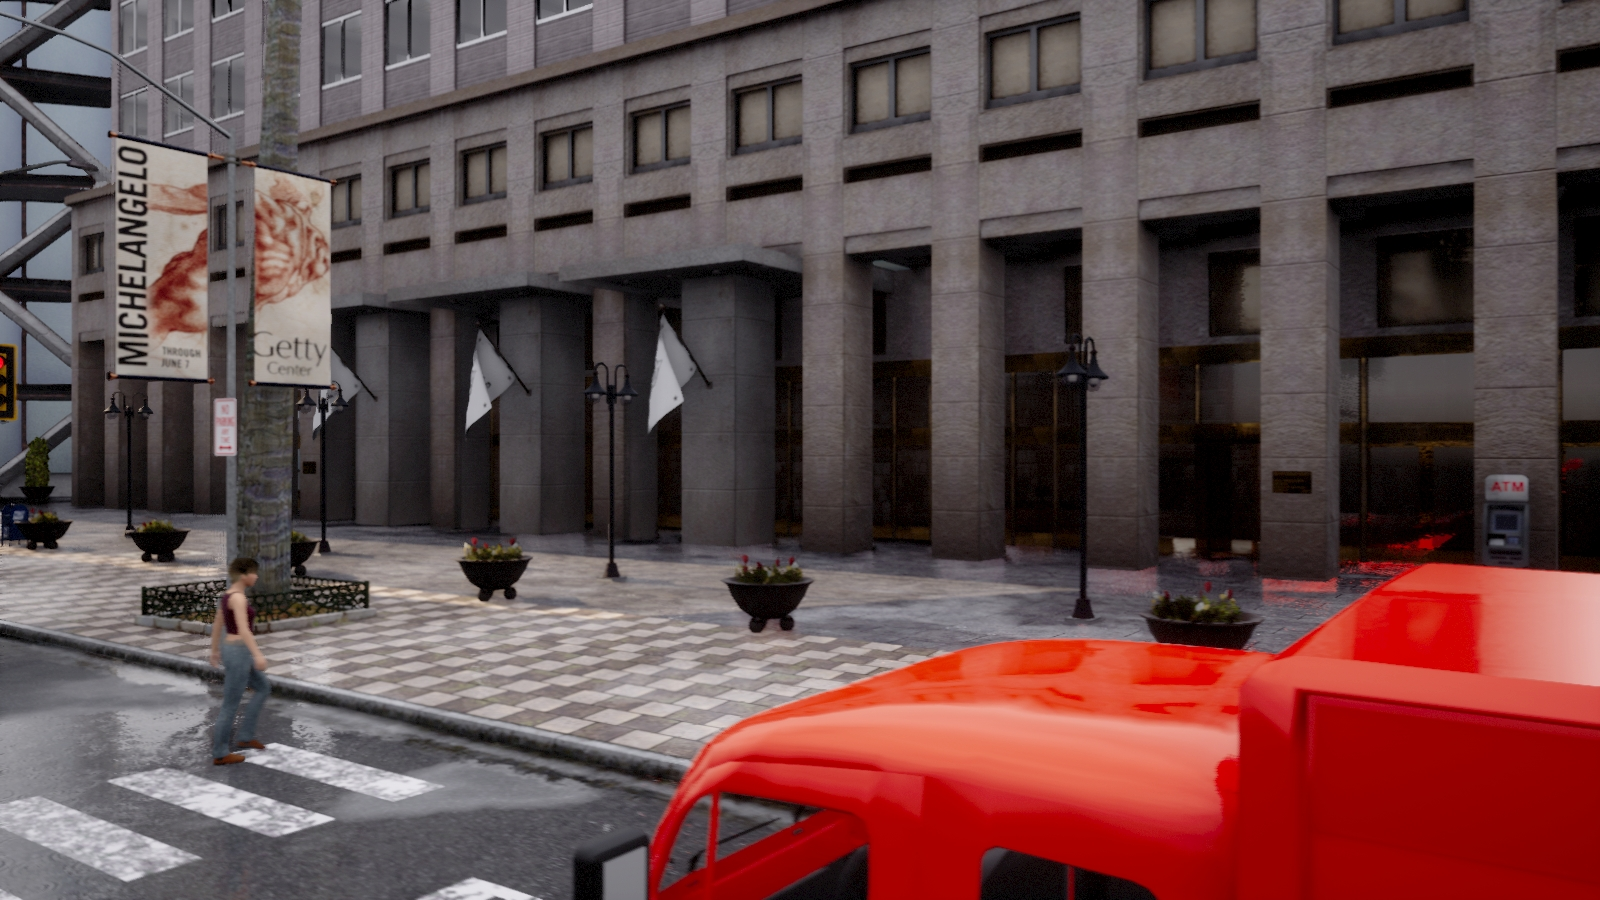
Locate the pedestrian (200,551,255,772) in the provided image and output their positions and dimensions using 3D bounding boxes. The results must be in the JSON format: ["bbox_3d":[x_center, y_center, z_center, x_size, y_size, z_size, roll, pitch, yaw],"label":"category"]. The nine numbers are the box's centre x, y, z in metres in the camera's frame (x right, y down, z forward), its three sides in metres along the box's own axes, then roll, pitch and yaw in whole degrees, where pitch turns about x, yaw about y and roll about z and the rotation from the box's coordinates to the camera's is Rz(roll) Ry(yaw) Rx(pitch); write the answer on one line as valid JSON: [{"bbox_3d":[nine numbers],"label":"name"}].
[{"bbox_3d":[-5.070,1.850,10.111,0.375,1.860,0.375,0,0,-37],"label":"pedestrian"}]

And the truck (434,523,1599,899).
[{"bbox_3d":[1.986,1.575,2.412,5.204,2.467,2.627,1,0,35],"label":"truck"}]
